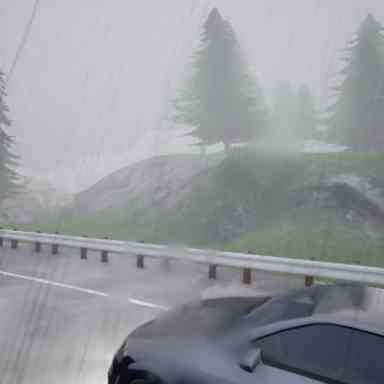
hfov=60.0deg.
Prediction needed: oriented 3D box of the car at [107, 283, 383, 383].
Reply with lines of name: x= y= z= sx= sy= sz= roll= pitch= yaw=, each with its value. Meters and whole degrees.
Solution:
car: x=1.229 y=1.540 z=2.798 sx=4.181 sy=1.385 sz=1.994 roll=0 pitch=0 yaw=35
